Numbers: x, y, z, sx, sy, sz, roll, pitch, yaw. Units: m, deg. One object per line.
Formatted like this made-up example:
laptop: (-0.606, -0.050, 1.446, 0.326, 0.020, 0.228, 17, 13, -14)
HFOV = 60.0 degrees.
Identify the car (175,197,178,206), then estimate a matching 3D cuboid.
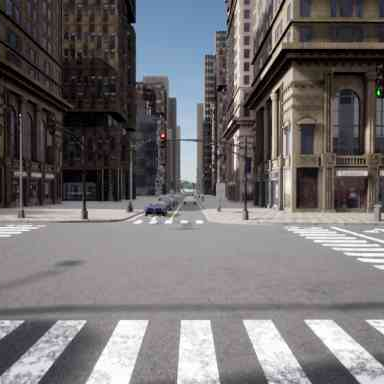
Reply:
car: (-3.485, 1.512, 50.248, 1.812, 1.442, 4.674, 0, 0, -1)

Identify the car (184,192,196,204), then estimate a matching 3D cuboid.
car: (-0.379, 1.208, 61.929, 2.150, 2.045, 5.566, 0, 0, 0)

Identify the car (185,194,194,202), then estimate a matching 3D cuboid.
car: (-0.536, 1.338, 72.844, 2.097, 1.767, 4.553, 0, 0, 0)

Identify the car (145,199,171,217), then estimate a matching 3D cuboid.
car: (-3.354, 1.592, 31.589, 1.895, 1.301, 4.718, 0, 0, -1)

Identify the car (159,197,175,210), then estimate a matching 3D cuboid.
car: (-3.429, 1.493, 40.918, 1.837, 1.490, 4.892, 0, 0, 0)

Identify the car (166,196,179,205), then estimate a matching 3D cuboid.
car: (-3.522, 1.532, 60.926, 2.033, 1.411, 5.357, 0, 0, 0)
